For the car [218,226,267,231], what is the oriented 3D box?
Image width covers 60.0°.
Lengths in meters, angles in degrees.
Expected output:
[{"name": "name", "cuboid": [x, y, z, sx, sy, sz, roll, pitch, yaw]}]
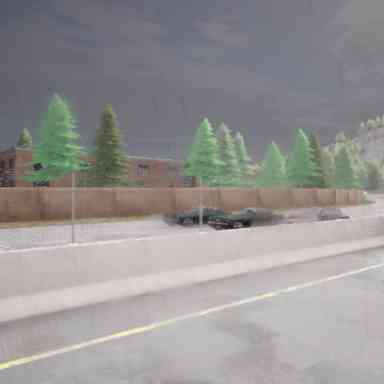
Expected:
[{"name": "car", "cuboid": [3.151, 1.561, 19.130, 4.718, 1.301, 1.895, 0, 0, -35]}]

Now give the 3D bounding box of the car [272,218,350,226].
[{"name": "car", "cuboid": [6.317, 1.482, 17.094, 4.674, 1.442, 1.812, 0, 0, -36]}]
